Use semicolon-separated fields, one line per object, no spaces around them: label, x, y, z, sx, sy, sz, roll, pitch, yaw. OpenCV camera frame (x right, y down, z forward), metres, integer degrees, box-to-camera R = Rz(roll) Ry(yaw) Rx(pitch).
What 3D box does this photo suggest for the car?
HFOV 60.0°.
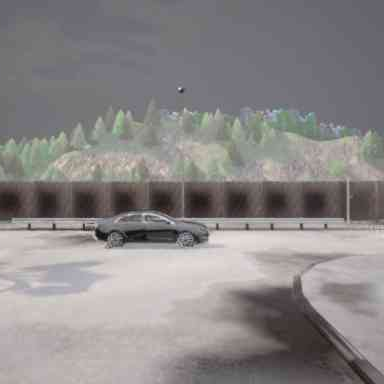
car;-1.725;1.580;14.404;4.902;1.511;2.128;0;0;0
